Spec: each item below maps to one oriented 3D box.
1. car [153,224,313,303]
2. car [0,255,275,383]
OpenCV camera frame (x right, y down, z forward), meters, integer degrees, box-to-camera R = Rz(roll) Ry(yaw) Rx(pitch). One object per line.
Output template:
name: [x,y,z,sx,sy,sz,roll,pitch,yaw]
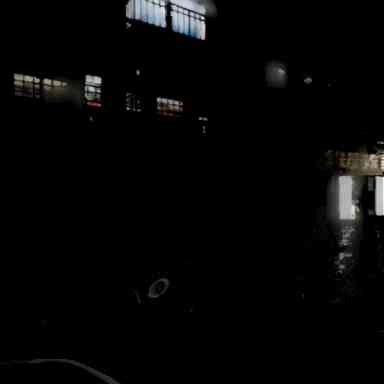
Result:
car: [0.439,1.415,6.424,4.097,1.590,1.967,0,0,-35]
car: [-1.953,1.509,1.678,4.892,1.490,1.837,0,0,-36]
